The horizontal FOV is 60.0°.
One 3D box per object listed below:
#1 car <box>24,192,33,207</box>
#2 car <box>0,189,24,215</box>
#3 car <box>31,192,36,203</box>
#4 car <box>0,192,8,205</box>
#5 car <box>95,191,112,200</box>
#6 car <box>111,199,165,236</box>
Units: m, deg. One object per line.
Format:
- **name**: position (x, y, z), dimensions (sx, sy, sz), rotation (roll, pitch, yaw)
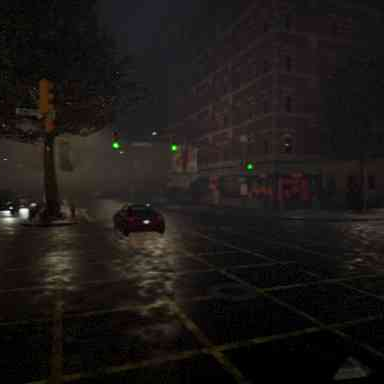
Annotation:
- **car**: position (-19.405, 1.040, 37.339), dimensions (1.895, 1.301, 4.718), rotation (0, 1, -21)
- **car**: position (-15.941, 0.800, 28.168), dimensions (2.150, 2.045, 5.566), rotation (-1, 1, -21)
- **car**: position (-23.081, 0.799, 46.855), dimensions (1.837, 1.490, 4.892), rotation (0, 1, -21)
- **car**: position (-25.623, 0.828, 43.724), dimensions (1.882, 1.535, 5.008), rotation (0, 1, -21)
- **car**: position (-15.426, 0.644, 58.944), dimensions (1.994, 1.385, 4.181), rotation (0, 1, -21)
- **car**: position (-2.785, 1.294, 16.840), dimensions (1.994, 1.385, 4.181), rotation (0, 1, -21)
